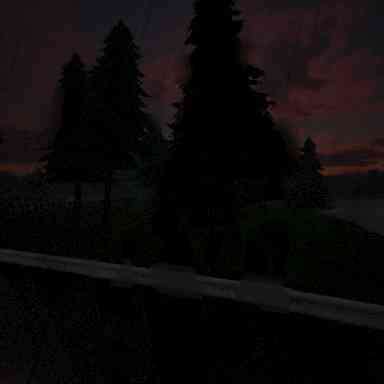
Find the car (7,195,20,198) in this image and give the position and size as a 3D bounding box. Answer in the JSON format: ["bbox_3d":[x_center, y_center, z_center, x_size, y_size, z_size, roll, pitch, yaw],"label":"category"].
[{"bbox_3d":[-39.722,1.477,73.742,1.882,1.535,5.008,0,0,1],"label":"car"}]
